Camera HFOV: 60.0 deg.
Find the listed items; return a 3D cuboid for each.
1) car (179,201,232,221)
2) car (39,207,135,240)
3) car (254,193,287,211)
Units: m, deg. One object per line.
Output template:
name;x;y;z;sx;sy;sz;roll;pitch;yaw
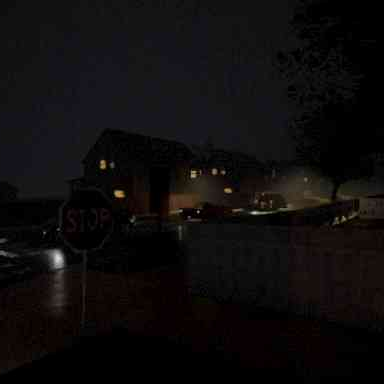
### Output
car;1.071;1.372;24.470;1.895;1.301;4.718;1;2;35
car;-4.855;1.432;16.034;1.837;1.490;4.892;1;2;34
car;8.184;0.938;34.502;2.097;1.767;4.553;1;2;35
